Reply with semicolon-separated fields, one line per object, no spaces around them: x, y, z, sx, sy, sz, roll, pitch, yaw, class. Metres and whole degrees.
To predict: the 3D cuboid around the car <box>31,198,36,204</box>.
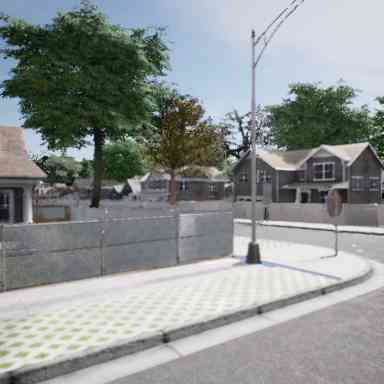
-36.574;2.469;74.400;2.150;2.045;5.566;0;-1;-36;car

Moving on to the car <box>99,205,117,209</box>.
-9.497;2.124;37.122;2.033;1.411;5.357;0;-1;-36;car

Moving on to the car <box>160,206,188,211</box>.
-1.156;1.890;25.633;2.128;1.511;4.902;0;0;-36;car
